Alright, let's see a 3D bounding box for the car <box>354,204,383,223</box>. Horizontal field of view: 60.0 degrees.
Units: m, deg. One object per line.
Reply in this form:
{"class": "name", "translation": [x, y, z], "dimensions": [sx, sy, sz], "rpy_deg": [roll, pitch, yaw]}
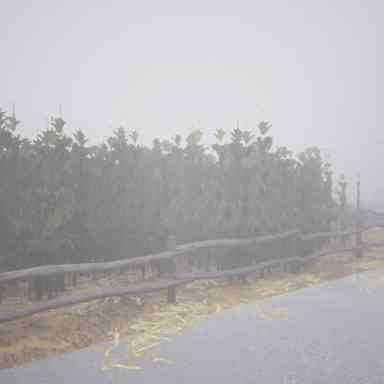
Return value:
{"class": "car", "translation": [11.847, 1.563, 24.710], "dimensions": [1.994, 1.385, 4.181], "rpy_deg": [0, 0, -35]}
